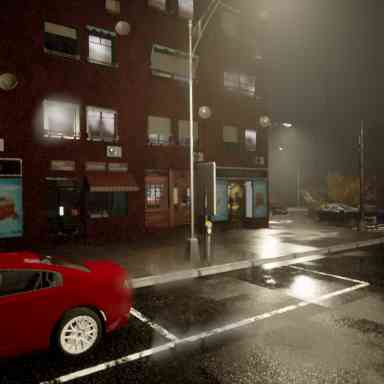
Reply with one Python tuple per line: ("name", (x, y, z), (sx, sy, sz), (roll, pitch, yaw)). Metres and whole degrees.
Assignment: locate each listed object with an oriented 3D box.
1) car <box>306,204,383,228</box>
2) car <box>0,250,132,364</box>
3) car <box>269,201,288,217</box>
("car", (10.552, 1.627, 23.750), (2.128, 1.511, 4.902), (-1, 0, -35))
("car", (-3.046, 1.545, 4.401), (4.507, 1.381, 1.887), (0, -1, -35))
("car", (7.429, 1.639, 33.895), (1.882, 1.535, 5.008), (-1, 0, -35))
